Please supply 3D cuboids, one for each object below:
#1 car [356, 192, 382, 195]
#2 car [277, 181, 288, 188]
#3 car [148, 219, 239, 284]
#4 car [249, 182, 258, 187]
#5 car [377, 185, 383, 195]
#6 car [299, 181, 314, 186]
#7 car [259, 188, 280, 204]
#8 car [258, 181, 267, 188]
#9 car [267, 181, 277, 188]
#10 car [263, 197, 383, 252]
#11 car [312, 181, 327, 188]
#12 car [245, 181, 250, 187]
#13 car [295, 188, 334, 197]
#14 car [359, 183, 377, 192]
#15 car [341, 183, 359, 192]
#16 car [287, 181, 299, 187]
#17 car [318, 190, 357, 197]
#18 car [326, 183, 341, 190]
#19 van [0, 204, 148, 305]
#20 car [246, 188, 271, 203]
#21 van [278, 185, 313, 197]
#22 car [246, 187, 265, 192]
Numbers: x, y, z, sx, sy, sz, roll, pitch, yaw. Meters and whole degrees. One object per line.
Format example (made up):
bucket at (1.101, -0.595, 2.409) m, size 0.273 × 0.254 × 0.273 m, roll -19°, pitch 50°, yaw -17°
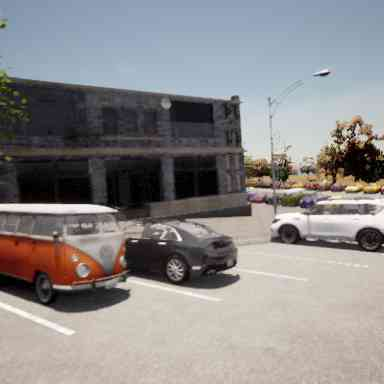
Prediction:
car at (17.276, 1.300, 33.771) m, size 2.163 × 1.488 × 4.792 m, roll 1°, pitch 6°, yaw 40°
car at (19.878, -1.466, 67.593) m, size 2.185 × 1.767 × 4.553 m, roll 2°, pitch 6°, yaw 43°
car at (-1.017, 1.535, 9.709) m, size 4.892 × 1.521 × 2.231 m, roll -1°, pitch -1°, yaw 35°
car at (15.927, -1.695, 75.560) m, size 2.163 × 1.488 × 4.792 m, roll 1°, pitch 5°, yaw 44°
car at (29.598, -0.616, 49.287) m, size 2.185 × 1.767 × 4.553 m, roll 1°, pitch 5°, yaw 41°
car at (22.544, -1.213, 62.294) m, size 2.185 × 1.767 × 4.553 m, roll 1°, pitch 5°, yaw 43°
car at (11.517, 0.790, 44.334) m, size 2.231 × 1.521 × 4.892 m, roll 0°, pitch 6°, yaw 41°
car at (17.190, -1.560, 72.848) m, size 2.163 × 1.488 × 4.792 m, roll 2°, pitch 6°, yaw 44°
car at (18.518, -1.465, 70.221) m, size 2.097 × 1.535 × 5.008 m, roll 1°, pitch 5°, yaw 44°
car at (6.396, 1.376, 14.909) m, size 5.566 × 2.045 × 2.435 m, roll -1°, pitch -1°, yaw 35°
car at (23.950, -0.927, 59.707) m, size 2.002 × 1.452 × 4.674 m, roll 1°, pitch 5°, yaw 42°
car at (13.339, -1.983, 80.866) m, size 2.097 × 1.535 × 5.008 m, roll 1°, pitch 5°, yaw 45°
car at (14.427, 0.901, 39.028) m, size 2.185 × 1.767 × 4.553 m, roll 0°, pitch 6°, yaw 40°
car at (28.307, -0.627, 52.043) m, size 1.946 × 1.575 × 5.366 m, roll 1°, pitch 5°, yaw 41°
car at (26.641, -0.717, 54.356) m, size 1.946 × 1.575 × 5.366 m, roll 2°, pitch 5°, yaw 42°
car at (21.331, -1.230, 65.086) m, size 1.946 × 1.575 × 5.366 m, roll 1°, pitch 5°, yaw 43°
car at (16.066, 1.115, 36.577) m, size 1.946 × 1.575 × 5.366 m, roll 0°, pitch 6°, yaw 40°
car at (25.347, -0.807, 57.100) m, size 2.002 × 1.452 × 4.674 m, roll 1°, pitch 5°, yaw 42°
van at (-3.404, 1.277, 7.931) m, size 4.442 × 1.987 × 1.878 m, roll -1°, pitch -1°, yaw 35°
car at (10.088, 0.708, 46.991) m, size 2.002 × 1.452 × 4.674 m, roll 1°, pitch 6°, yaw 41°
van at (13.041, 0.670, 41.765) m, size 1.878 × 1.987 × 4.442 m, roll 0°, pitch 6°, yaw 41°
car at (8.652, 0.588, 49.651) m, size 2.002 × 1.452 × 4.674 m, roll 0°, pitch 6°, yaw 42°
